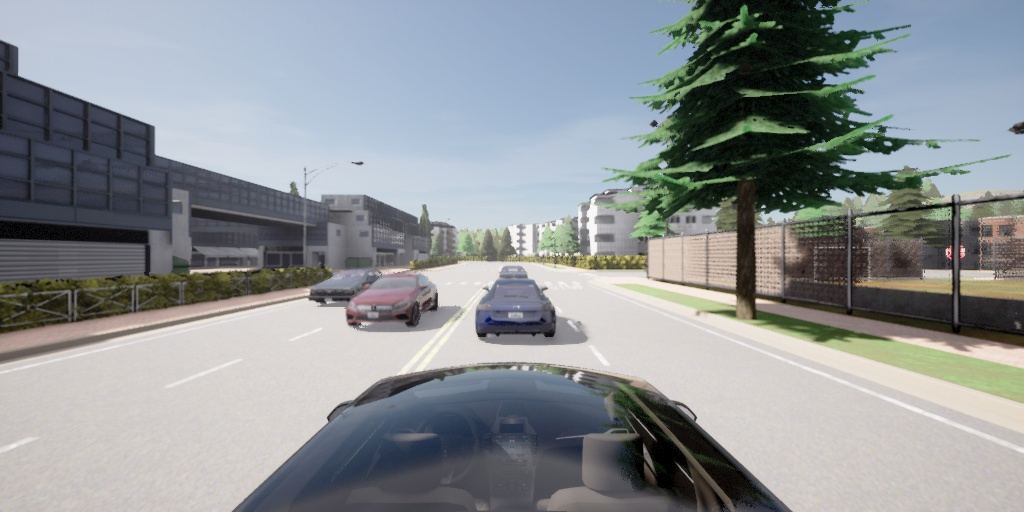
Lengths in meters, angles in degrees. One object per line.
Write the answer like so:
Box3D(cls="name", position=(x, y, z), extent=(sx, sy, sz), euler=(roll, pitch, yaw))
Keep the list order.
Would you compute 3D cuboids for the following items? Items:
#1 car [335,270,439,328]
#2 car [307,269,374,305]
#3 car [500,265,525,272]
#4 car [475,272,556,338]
Box3D(cls="car", position=(-3.582, 1.281, 11.596), extent=(1.812, 1.442, 4.674), euler=(0, 0, 0))
Box3D(cls="car", position=(-7.053, 1.305, 16.464), extent=(2.033, 1.411, 5.357), euler=(0, 0, 0))
Box3D(cls="car", position=(0.041, 1.309, 22.865), extent=(2.033, 1.411, 5.357), euler=(0, 0, -1))
Box3D(cls="car", position=(0.090, 1.318, 10.158), extent=(1.994, 1.385, 4.181), euler=(0, 0, 0))
